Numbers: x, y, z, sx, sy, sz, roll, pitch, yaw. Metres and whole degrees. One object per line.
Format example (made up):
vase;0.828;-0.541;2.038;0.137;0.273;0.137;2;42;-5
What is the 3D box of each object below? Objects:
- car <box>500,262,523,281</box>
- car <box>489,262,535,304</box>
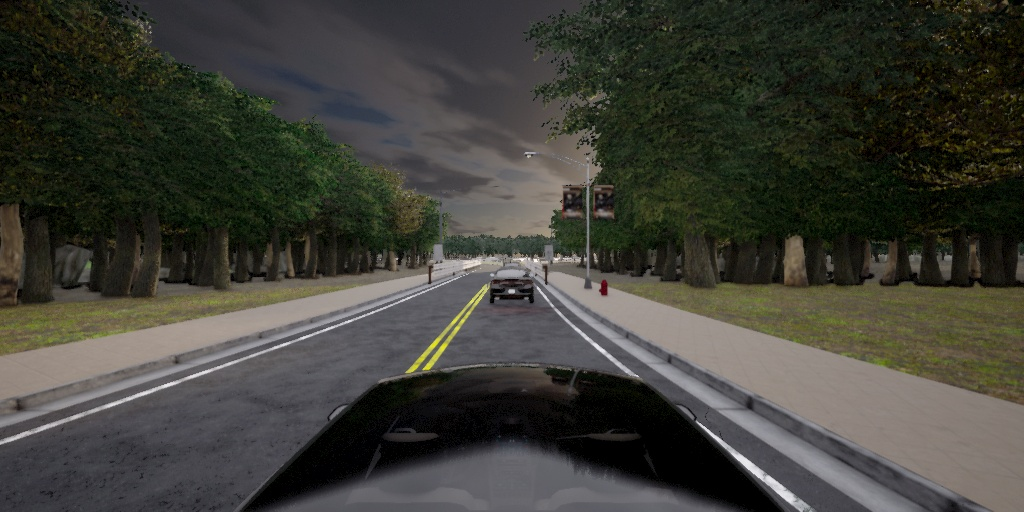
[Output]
car;-0.042;1.267;31.512;1.837;1.490;4.892;0;0;0
car;-0.010;1.234;16.511;1.882;1.535;5.008;0;0;0
